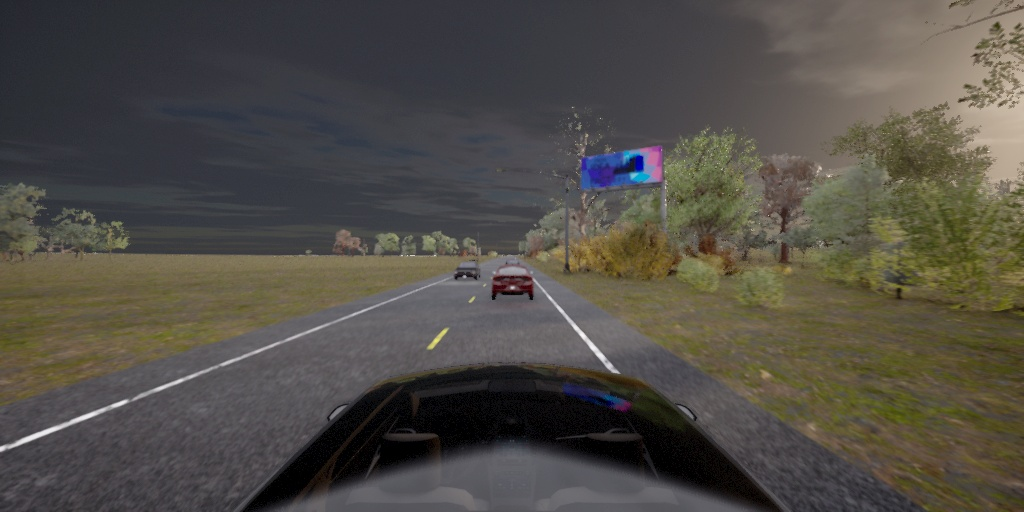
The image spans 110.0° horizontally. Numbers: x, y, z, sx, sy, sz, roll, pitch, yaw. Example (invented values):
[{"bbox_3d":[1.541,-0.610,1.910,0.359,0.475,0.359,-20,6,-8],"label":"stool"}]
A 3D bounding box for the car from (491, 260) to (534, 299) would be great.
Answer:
[{"bbox_3d":[0.040,1.145,17.485,1.882,1.535,5.008,0,0,0],"label":"car"}]

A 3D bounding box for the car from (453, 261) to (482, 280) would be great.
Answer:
[{"bbox_3d":[-3.524,1.154,29.403,2.033,1.411,5.357,0,0,0],"label":"car"}]
